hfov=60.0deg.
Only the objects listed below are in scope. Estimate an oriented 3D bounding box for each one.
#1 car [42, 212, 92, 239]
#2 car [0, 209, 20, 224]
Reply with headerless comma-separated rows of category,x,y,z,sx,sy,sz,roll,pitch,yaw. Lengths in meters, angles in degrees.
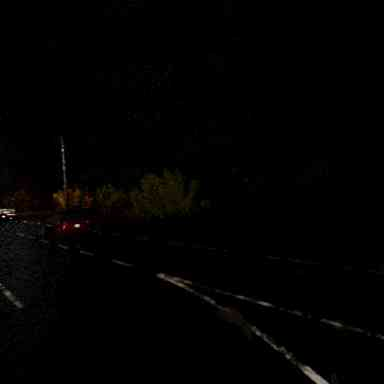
car,-7.832,1.979,20.631,1.994,1.385,4.181,-3,0,-39
car,-19.905,2.584,35.638,2.128,1.511,4.902,-3,0,-39
